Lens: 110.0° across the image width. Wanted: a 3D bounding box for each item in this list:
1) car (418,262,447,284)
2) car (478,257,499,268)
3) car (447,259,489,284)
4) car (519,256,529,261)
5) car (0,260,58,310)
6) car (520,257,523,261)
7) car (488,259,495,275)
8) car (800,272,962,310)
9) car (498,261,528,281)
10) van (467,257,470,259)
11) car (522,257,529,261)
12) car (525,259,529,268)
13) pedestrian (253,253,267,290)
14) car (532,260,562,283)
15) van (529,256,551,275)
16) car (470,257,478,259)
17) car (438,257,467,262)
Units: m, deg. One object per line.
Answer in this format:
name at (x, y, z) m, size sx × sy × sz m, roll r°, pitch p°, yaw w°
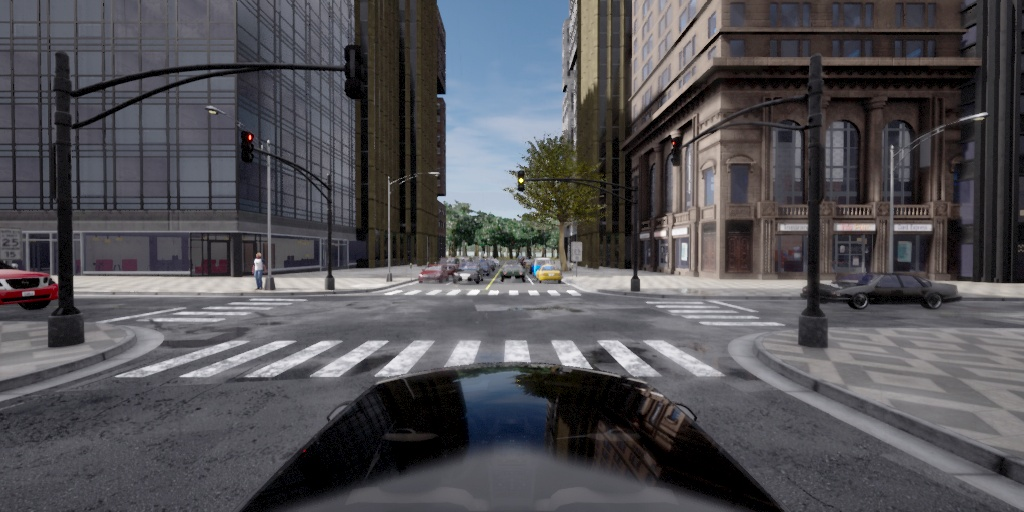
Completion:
car at (-5.792, 1.310, 26.996) m, size 1.802 × 1.307 × 4.207 m, roll 0°, pitch 0°, yaw 0°
car at (-3.138, 1.182, 46.441) m, size 2.128 × 1.511 × 4.902 m, roll 0°, pitch 0°, yaw 0°
car at (-3.134, 1.220, 26.507) m, size 2.128 × 1.511 × 4.902 m, roll 0°, pitch 0°, yaw 1°
car at (2.694, 1.201, 61.091) m, size 2.007 × 1.370 × 4.403 m, roll 0°, pitch 0°, yaw 0°
car at (-18.386, 0.841, 11.560) m, size 5.566 × 2.045 × 2.150 m, roll 1°, pitch 1°, yaw 0°
car at (2.701, 1.211, 55.412) m, size 1.888 × 1.381 × 4.507 m, roll 0°, pitch 0°, yaw 0°
car at (-3.133, 1.260, 36.329) m, size 2.033 × 1.411 × 5.357 m, roll 0°, pitch 0°, yaw 0°
car at (15.200, 1.393, 14.884) m, size 5.357 × 1.411 × 2.033 m, roll 0°, pitch 1°, yaw -2°
car at (0.070, 1.325, 29.217) m, size 1.895 × 1.301 × 4.718 m, roll 0°, pitch 0°, yaw 0°
van at (-5.805, 1.049, 38.356) m, size 1.690 × 1.789 × 3.998 m, roll 0°, pitch 0°, yaw 0°
car at (2.707, 1.207, 49.903) m, size 1.751 × 1.417 × 4.829 m, roll 0°, pitch 0°, yaw 0°
car at (2.720, 1.274, 38.374) m, size 1.948 × 1.339 × 4.313 m, roll 0°, pitch 0°, yaw 0°
pedestrian at (-12.541, 0.740, 17.816) m, size 0.375 × 1.860 × 0.375 m, roll 0°, pitch 0°, yaw 0°
car at (2.733, 1.253, 27.184) m, size 1.751 × 1.417 × 4.829 m, roll 0°, pitch 0°, yaw 0°
van at (2.727, 1.060, 32.694) m, size 1.690 × 1.789 × 3.998 m, roll 0°, pitch 0°, yaw 0°
car at (-5.812, 1.010, 44.036) m, size 2.192 × 1.841 × 5.009 m, roll 0°, pitch 0°, yaw 0°
car at (-5.799, 1.033, 32.676) m, size 2.192 × 1.841 × 5.009 m, roll 0°, pitch 0°, yaw 0°
